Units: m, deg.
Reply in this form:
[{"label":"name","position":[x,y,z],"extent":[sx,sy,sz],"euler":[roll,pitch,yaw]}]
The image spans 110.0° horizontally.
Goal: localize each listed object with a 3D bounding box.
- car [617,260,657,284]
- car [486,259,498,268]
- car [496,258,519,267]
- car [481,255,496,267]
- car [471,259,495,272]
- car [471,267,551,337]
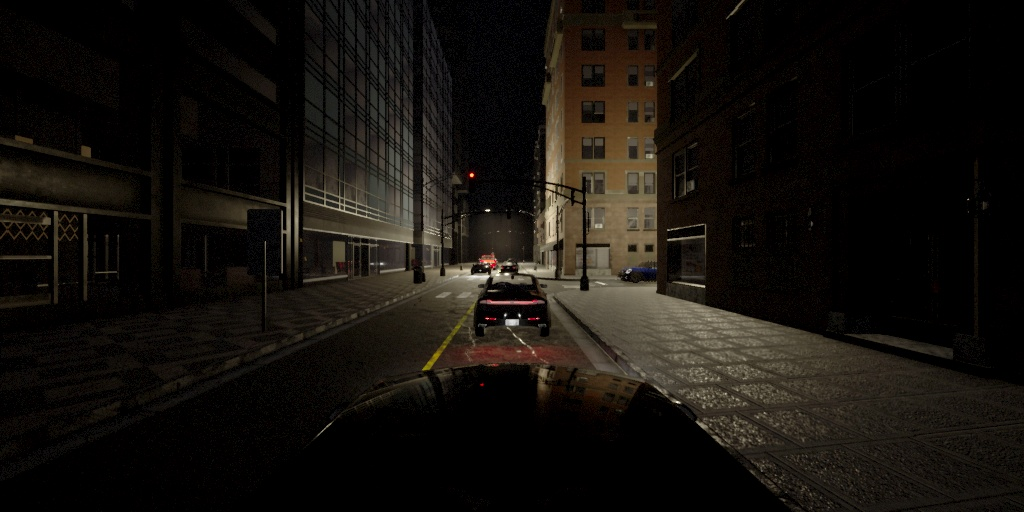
[{"label":"car","position":[10.037,1.061,26.030],"extent":[4.553,1.767,2.097],"euler":[0,0,-2]},{"label":"car","position":[-3.268,1.235,59.275],"extent":[1.812,1.442,4.674],"euler":[0,0,0]},{"label":"car","position":[-0.235,1.273,40.110],"extent":[2.033,1.411,5.357],"euler":[0,0,4]},{"label":"car","position":[-3.235,0.940,48.456],"extent":[2.150,2.045,5.566],"euler":[0,0,0]},{"label":"car","position":[-3.211,1.291,38.158],"extent":[1.994,1.385,4.181],"euler":[0,0,0]},{"label":"car","position":[0.016,1.240,10.286],"extent":[2.128,1.511,4.902],"euler":[0,0,0]}]
